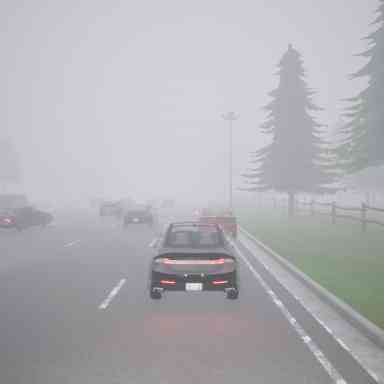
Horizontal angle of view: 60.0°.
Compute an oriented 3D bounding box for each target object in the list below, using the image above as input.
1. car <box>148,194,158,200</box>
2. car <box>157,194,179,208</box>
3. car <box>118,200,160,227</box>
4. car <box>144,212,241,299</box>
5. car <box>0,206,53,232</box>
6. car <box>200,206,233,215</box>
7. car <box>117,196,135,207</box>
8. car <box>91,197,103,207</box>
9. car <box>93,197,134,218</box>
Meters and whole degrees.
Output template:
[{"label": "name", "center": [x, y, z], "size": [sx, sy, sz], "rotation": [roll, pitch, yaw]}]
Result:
[{"label": "car", "center": [-6.858, 1.564, 59.036], "size": [1.994, 1.385, 4.181], "rotation": [0, 0, 0]}, {"label": "car", "center": [-3.365, 1.491, 48.192], "size": [2.128, 1.511, 4.902], "rotation": [0, 0, 0]}, {"label": "car", "center": [-3.398, 1.525, 22.432], "size": [1.812, 1.442, 4.674], "rotation": [0, 0, 0]}, {"label": "car", "center": [0.058, 1.492, 8.408], "size": [2.128, 1.511, 4.902], "rotation": [0, 0, 0]}, {"label": "car", "center": [-10.386, 1.547, 20.158], "size": [2.033, 1.411, 5.357], "rotation": [0, 0, 0]}, {"label": "car", "center": [1.238, 1.478, 17.749], "size": [1.882, 1.535, 5.008], "rotation": [0, 0, 0]}, {"label": "car", "center": [-10.361, 1.477, 52.703], "size": [1.882, 1.535, 5.008], "rotation": [0, 0, 0]}, {"label": "car", "center": [-13.864, 1.492, 50.513], "size": [2.128, 1.511, 4.902], "rotation": [0, 0, 0]}, {"label": "car", "center": [-6.878, 1.491, 29.771], "size": [2.128, 1.511, 4.902], "rotation": [0, 0, 0]}]
